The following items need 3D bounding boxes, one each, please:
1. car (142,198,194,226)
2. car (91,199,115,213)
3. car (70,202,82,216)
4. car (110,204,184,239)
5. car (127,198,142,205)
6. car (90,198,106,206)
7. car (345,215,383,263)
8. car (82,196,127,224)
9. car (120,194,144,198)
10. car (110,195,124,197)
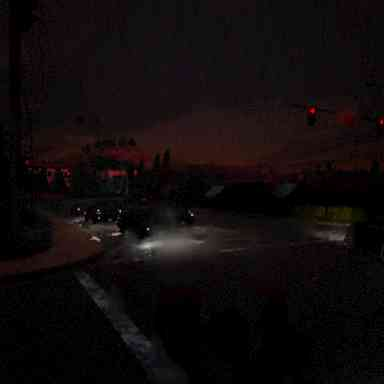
[{"bbox_3d":[-1.647,1.458,23.806,2.097,1.767,4.553,0,0,-28],"label":"car"},{"bbox_3d":[-11.090,1.668,41.405,1.837,1.490,4.892,0,0,-28],"label":"car"},{"bbox_3d":[-11.359,1.751,34.492,1.895,1.301,4.718,0,0,-28],"label":"car"},{"bbox_3d":[-2.666,1.645,18.311,2.033,1.411,5.357,0,0,-28],"label":"car"},{"bbox_3d":[-5.943,1.623,31.804,2.128,1.511,4.902,0,0,-28],"label":"car"},{"bbox_3d":[-16.971,1.778,59.930,1.994,1.385,4.181,0,0,-28],"label":"car"},{"bbox_3d":[7.050,1.537,11.663,2.128,1.511,4.902,0,0,5],"label":"car"},{"bbox_3d":[-7.108,1.476,26.579,2.097,1.767,4.553,0,0,-28],"label":"car"},{"bbox_3d":[-9.324,1.404,53.300,2.150,2.045,5.566,0,0,-28],"label":"car"},{"bbox_3d":[-12.758,1.666,52.089,1.882,1.535,5.008,0,0,-28],"label":"car"}]
